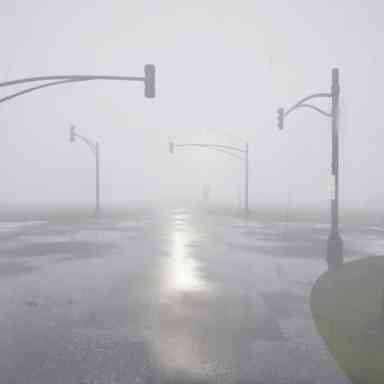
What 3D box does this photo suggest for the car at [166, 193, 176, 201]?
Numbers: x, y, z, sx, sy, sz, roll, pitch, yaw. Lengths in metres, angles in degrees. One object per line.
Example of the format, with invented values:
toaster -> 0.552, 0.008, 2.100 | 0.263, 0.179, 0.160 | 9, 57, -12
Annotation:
car -> -4.633, 1.013, 73.958 | 2.097, 1.767, 4.553 | 0, 0, -3

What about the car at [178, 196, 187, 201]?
car -> -2.251, 1.559, 79.939 | 1.895, 1.301, 4.718 | 0, 0, -4

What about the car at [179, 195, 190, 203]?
car -> -1.645, 1.384, 69.865 | 2.097, 1.767, 4.553 | 0, 0, -3
